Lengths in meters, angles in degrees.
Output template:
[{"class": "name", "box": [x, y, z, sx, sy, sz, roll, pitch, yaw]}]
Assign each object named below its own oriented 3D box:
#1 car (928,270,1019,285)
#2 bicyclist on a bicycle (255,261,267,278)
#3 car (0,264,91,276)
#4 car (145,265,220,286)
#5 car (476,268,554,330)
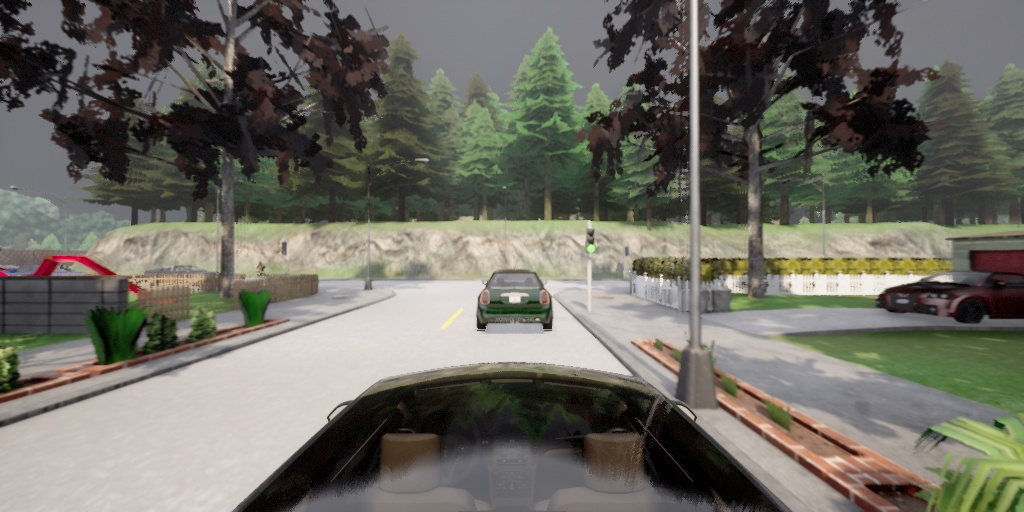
[{"class": "car", "box": [38.520, 1.278, 30.023, 4.553, 1.767, 2.097, 0, 0, 0]}, {"class": "bicyclist on a bicycle", "box": [-24.020, 1.307, 34.333, 0.582, 1.620, 1.656, 0, 0, 0]}, {"class": "car", "box": [-33.557, 1.383, 25.960, 5.008, 1.535, 1.882, 0, 0, 0]}, {"class": "car", "box": [-23.635, 1.396, 25.935, 4.902, 1.511, 2.128, 0, 0, 0]}, {"class": "car", "box": [0.084, 1.164, 11.494, 2.097, 1.767, 4.553, 0, 0, 0]}]
